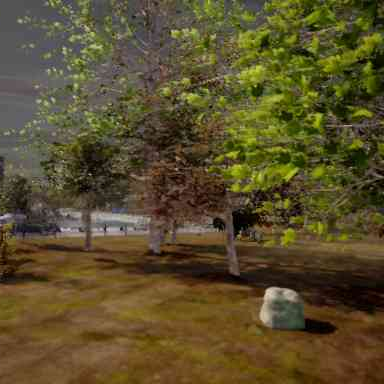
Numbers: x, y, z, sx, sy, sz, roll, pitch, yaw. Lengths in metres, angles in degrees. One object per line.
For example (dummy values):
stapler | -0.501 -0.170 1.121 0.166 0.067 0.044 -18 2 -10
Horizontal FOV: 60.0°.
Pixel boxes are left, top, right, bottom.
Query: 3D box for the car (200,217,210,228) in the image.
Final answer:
car | 2.380 4.116 48.562 2.150 2.045 5.566 1 -3 2

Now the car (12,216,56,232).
car | -22.881 4.553 48.246 5.566 2.045 2.435 -1 0 17

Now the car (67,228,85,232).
car | -13.007 4.631 33.147 5.566 2.045 2.435 1 0 17

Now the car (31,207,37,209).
car | -34.320 4.733 74.011 2.002 1.452 4.674 0 1 19

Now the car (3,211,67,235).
car | -11.743 2.286 23.516 1.812 1.442 4.674 0 -4 40

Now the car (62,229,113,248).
car | -11.184 4.911 35.559 4.792 1.488 2.163 1 0 17

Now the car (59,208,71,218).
car | -27.269 4.480 68.360 2.435 2.045 5.566 0 1 19

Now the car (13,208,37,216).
car | -38.998 4.668 77.772 2.097 1.535 5.008 0 1 19

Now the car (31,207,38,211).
car | -31.909 4.700 72.315 1.946 1.575 5.366 0 1 19

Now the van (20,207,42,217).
van | -36.695 4.457 75.775 1.878 1.987 4.442 0 1 19

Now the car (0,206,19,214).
car | -46.016 4.506 83.437 2.185 1.767 4.553 0 1 19
